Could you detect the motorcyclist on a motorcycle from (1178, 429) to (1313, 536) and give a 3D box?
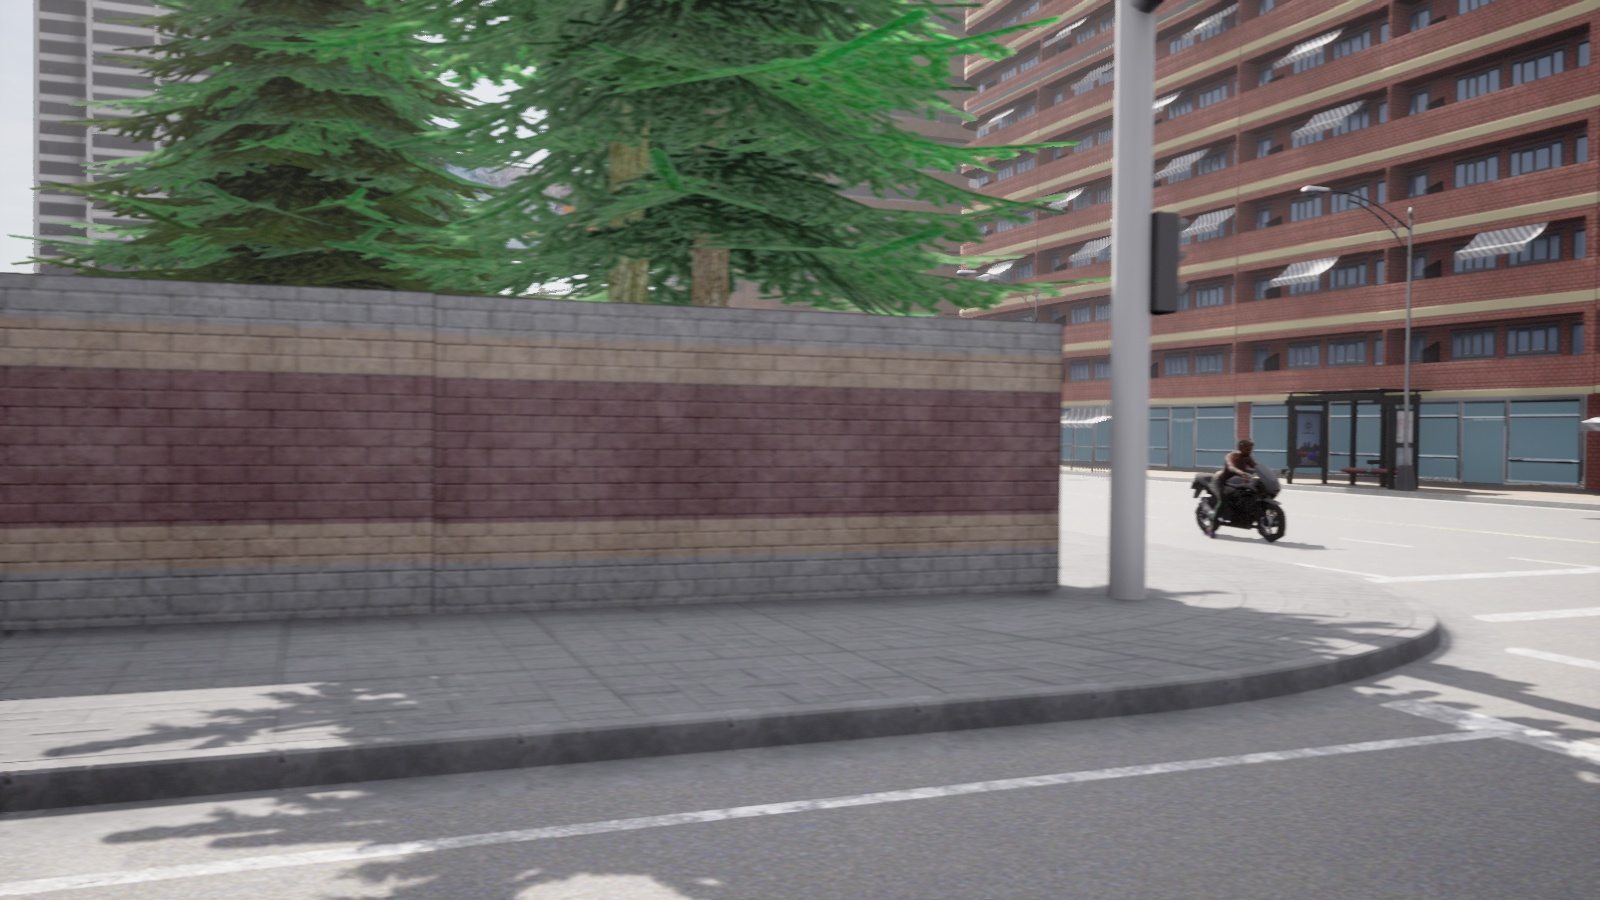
[{"bbox_3d":[6.725,0.452,19.083,0.797,1.523,2.044,-1,1,-21],"label":"motorcyclist on a motorcycle"}]
